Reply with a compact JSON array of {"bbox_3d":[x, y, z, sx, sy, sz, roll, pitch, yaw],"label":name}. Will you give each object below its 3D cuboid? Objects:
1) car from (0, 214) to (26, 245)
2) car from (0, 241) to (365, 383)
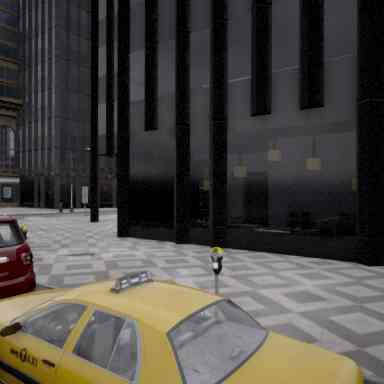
[{"bbox_3d":[-5.114,1.314,6.565,5.009,1.841,2.192,0,0,35],"label":"car"},{"bbox_3d":[-0.820,1.525,3.536,4.829,1.417,1.752,0,0,35],"label":"car"}]
